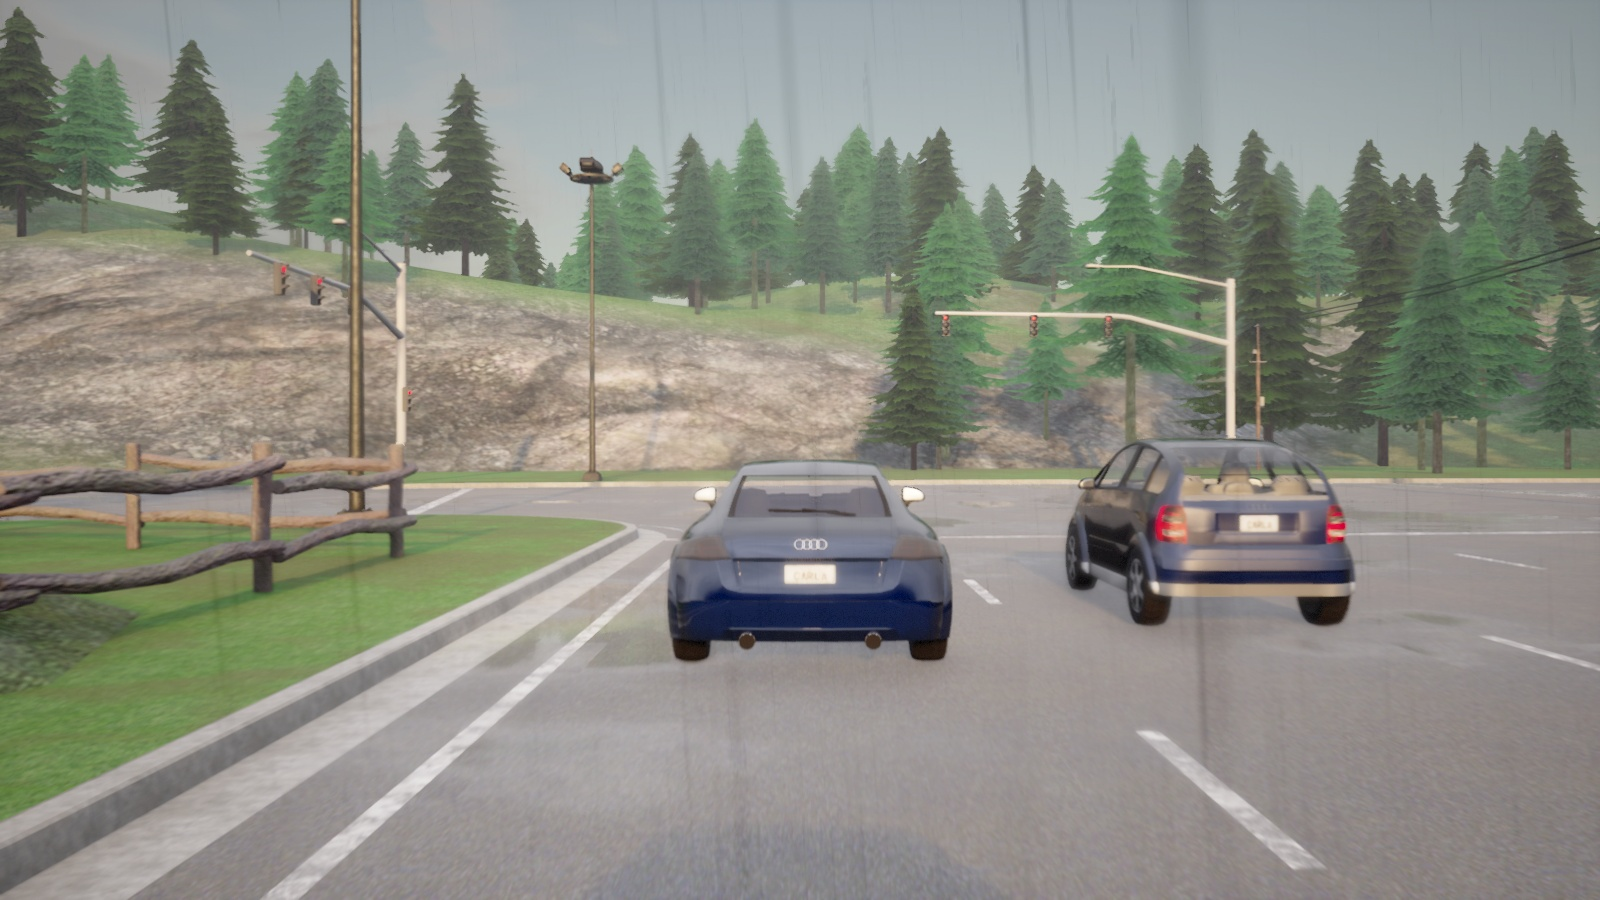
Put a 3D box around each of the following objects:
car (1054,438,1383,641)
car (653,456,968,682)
[{"bbox_3d":[3.581,0.677,11.483,1.789,1.549,3.705,0,0,0],"label":"car"},{"bbox_3d":[0.073,0.766,10.044,1.994,1.385,4.181,0,0,0],"label":"car"}]
